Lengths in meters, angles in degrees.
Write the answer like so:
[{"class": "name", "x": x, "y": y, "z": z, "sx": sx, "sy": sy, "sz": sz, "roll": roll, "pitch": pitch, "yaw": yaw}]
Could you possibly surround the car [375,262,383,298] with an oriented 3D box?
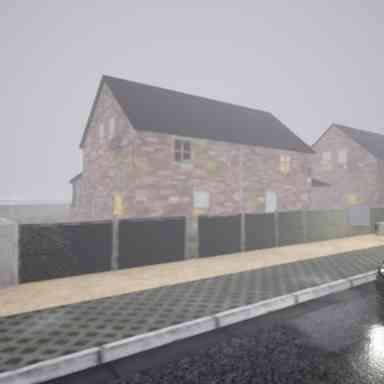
[{"class": "car", "x": 5.895, "y": 1.538, "z": 7.276, "sx": 4.674, "sy": 1.442, "sz": 1.812, "roll": 0, "pitch": 0, "yaw": -35}]
